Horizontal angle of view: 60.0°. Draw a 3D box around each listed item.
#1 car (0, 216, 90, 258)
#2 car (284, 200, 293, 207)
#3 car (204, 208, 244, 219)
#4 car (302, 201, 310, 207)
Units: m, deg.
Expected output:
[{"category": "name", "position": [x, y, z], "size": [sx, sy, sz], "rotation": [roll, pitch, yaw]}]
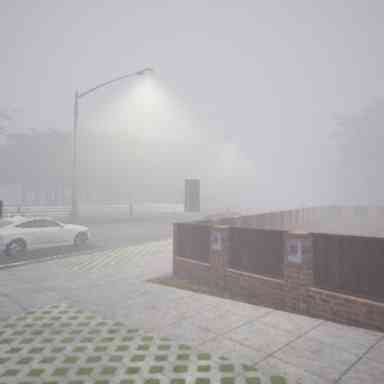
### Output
[{"category": "car", "position": [-6.374, 1.687, 13.566], "size": [1.812, 1.442, 4.674], "rotation": [1, -1, 32]}, {"category": "car", "position": [23.626, 2.816, 81.246], "size": [2.128, 1.511, 4.902], "rotation": [1, -1, 24]}, {"category": "car", "position": [2.899, 2.021, 28.887], "size": [1.895, 1.301, 4.718], "rotation": [1, -1, 30]}, {"category": "car", "position": [27.131, 2.823, 79.514], "size": [2.033, 1.411, 5.357], "rotation": [1, -1, 21]}]
